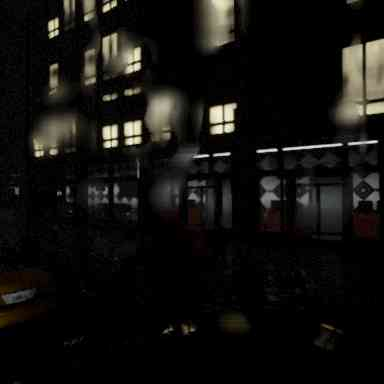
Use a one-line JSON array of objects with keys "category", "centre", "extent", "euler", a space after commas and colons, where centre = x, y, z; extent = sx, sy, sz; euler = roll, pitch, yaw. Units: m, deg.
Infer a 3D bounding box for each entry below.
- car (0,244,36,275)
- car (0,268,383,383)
[{"category": "car", "centre": [-4.371, 1.465, 6.178], "extent": [4.829, 1.417, 1.752], "euler": [1, -1, 36]}, {"category": "car", "centre": [0.261, 1.555, 2.662], "extent": [4.313, 1.339, 1.947], "euler": [1, -1, 36]}]
